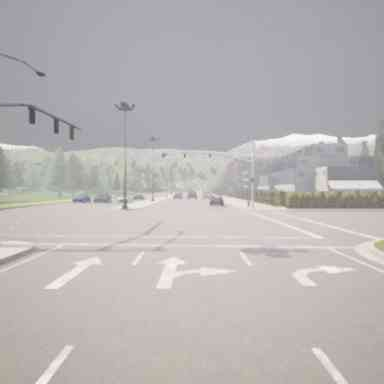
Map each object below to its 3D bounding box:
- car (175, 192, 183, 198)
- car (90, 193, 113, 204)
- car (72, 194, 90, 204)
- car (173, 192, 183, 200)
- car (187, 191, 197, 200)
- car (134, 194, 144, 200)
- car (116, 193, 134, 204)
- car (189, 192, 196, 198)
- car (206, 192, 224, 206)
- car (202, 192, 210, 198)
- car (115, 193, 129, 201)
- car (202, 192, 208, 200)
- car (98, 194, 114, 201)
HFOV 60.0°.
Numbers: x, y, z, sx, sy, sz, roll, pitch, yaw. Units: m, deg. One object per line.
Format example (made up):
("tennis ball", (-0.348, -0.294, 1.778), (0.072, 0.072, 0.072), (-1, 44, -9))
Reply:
("car", (-3.371, 0.824, 88.433), (2.033, 1.411, 5.357), (0, 0, 0))
("car", (-15.061, 0.996, 55.990), (2.097, 1.767, 4.553), (0, 0, 0))
("car", (-18.557, 1.120, 56.113), (1.882, 1.535, 5.008), (0, 0, 1))
("car", (-3.436, 1.035, 78.134), (2.033, 1.411, 5.357), (0, 0, 0))
("car", (0.061, 0.722, 77.724), (2.150, 2.045, 5.566), (0, 0, 0))
("car", (-11.478, 1.097, 71.547), (1.994, 1.385, 4.181), (0, 0, 0))
("car", (-11.561, 1.167, 56.330), (1.812, 1.442, 4.674), (0, 0, 1))
("car", (0.129, 0.762, 88.413), (1.882, 1.535, 5.008), (0, 0, 0))
("car", (3.489, 1.192, 47.145), (2.128, 1.511, 4.902), (0, 0, 0))
("car", (3.629, 0.784, 88.393), (1.837, 1.490, 4.892), (0, 0, 0))
("car", (-14.980, 1.047, 71.231), (1.837, 1.490, 4.892), (0, 0, 0))
("car", (3.565, 0.846, 78.362), (2.097, 1.767, 4.553), (0, 0, 0))
("car", (-18.479, 1.085, 71.436), (2.033, 1.411, 5.357), (0, 0, 0))
